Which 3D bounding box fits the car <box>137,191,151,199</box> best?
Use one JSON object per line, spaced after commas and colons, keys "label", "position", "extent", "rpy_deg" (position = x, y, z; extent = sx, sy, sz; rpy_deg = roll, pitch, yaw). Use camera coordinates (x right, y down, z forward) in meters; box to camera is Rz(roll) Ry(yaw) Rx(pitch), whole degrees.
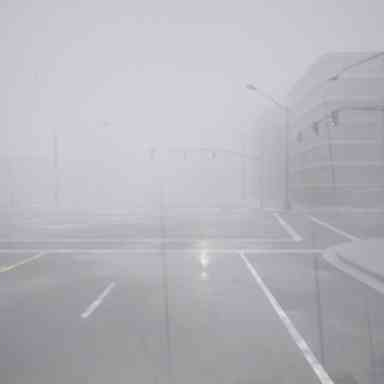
{"label": "car", "position": [-8.851, 0.573, 61.975], "extent": [1.812, 1.442, 4.674], "rpy_deg": [0, 2, 2]}
